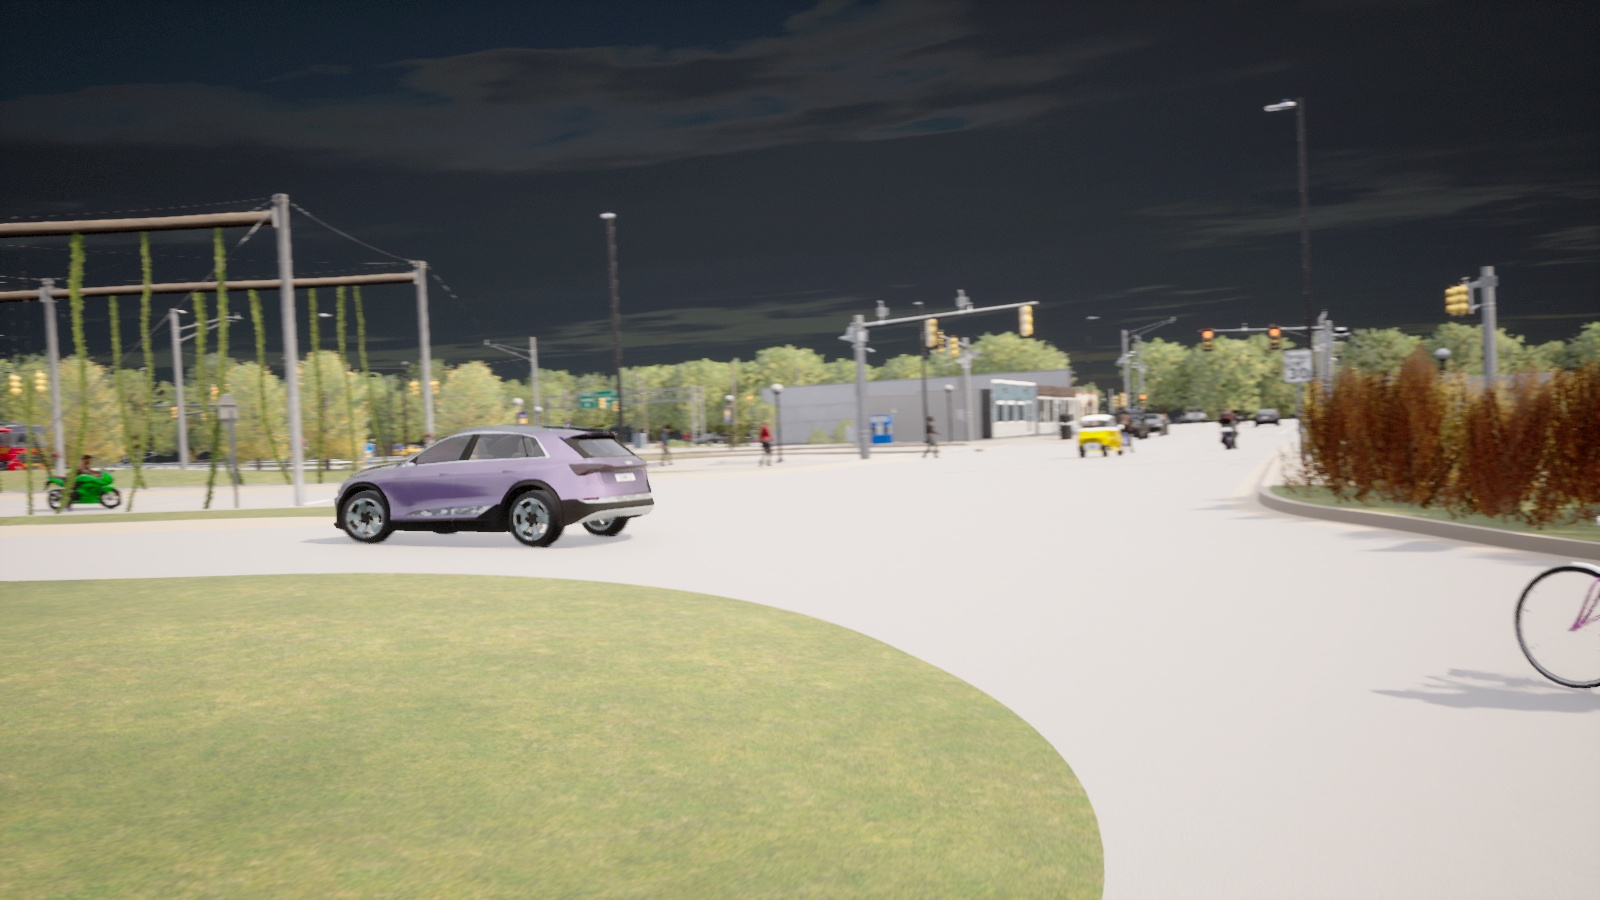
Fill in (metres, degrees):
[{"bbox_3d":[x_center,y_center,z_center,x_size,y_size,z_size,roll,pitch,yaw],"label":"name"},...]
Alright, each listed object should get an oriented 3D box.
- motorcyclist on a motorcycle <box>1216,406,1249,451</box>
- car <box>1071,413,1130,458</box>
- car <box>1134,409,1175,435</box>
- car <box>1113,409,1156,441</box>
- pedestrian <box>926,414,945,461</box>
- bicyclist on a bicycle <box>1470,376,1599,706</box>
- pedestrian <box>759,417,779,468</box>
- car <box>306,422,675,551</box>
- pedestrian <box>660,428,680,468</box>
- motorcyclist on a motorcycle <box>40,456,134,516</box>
[{"bbox_3d":[15.497,-0.762,44.964,0.866,1.530,2.191,-3,0,24],"label":"motorcyclist on a motorcycle"},{"bbox_3d":[9.799,-0.486,40.876,1.481,1.376,2.207,-3,0,23],"label":"car"},{"bbox_3d":[25.290,-1.999,89.513,2.152,1.651,5.027,-3,1,23],"label":"car"},{"bbox_3d":[21.570,-1.642,80.854,1.905,1.878,3.866,-3,1,25],"label":"car"},{"bbox_3d":[5.684,-0.547,52.679,0.666,1.930,0.402,-3,2,13],"label":"pedestrian"},{"bbox_3d":[4.704,0.487,6.748,0.659,1.776,1.843,0,1,-35],"label":"bicyclist on a bicycle"},{"bbox_3d":[-1.140,-0.293,46.427,0.331,1.846,0.636,-2,2,36],"label":"pedestrian"},{"bbox_3d":[-4.434,0.497,17.937,4.856,1.649,2.033,-1,1,25],"label":"car"},{"bbox_3d":[-6.164,-0.102,59.675,0.726,1.842,0.402,-3,2,23],"label":"pedestrian"},{"bbox_3d":[-19.387,0.965,34.172,2.044,1.523,0.797,-2,1,-3],"label":"motorcyclist on a motorcycle"}]
